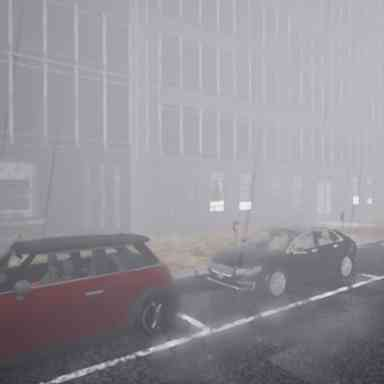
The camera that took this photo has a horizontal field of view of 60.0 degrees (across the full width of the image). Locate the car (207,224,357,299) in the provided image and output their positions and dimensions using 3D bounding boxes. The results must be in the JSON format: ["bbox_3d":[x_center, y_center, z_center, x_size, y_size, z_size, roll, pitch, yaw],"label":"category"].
[{"bbox_3d":[2.374,1.510,8.249,4.403,1.369,2.008,0,0,-35],"label":"car"}]

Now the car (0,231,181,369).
[{"bbox_3d":[-2.262,1.434,4.946,4.097,1.590,1.967,0,0,-35],"label":"car"}]
